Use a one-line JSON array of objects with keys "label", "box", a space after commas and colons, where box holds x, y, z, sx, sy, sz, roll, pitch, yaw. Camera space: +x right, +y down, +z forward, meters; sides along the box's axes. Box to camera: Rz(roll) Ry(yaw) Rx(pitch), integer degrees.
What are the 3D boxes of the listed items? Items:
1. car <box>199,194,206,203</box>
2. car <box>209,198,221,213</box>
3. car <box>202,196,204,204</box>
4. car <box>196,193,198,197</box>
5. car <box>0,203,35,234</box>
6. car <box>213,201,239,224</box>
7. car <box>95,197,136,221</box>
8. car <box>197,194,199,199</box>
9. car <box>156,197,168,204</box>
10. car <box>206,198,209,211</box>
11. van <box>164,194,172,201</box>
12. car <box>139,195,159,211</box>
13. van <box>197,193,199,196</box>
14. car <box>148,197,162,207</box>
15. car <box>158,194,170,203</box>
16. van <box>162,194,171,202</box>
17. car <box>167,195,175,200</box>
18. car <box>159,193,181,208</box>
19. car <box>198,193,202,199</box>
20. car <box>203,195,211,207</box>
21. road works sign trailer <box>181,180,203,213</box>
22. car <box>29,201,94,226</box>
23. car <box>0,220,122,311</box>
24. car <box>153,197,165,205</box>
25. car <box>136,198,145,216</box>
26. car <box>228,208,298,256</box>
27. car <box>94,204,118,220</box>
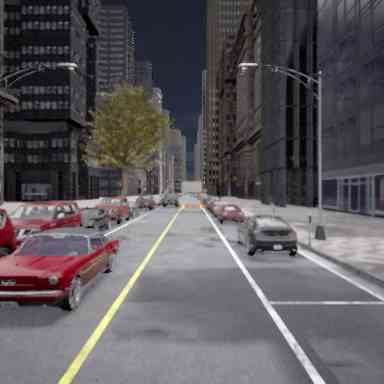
[{"label": "car", "box": [2.756, 1.531, 58.311, 2.008, 1.369, 4.403, 0, 0, 0]}, {"label": "car", "box": [2.759, 1.510, 30.093, 1.752, 1.417, 4.829, 0, 0, 0]}, {"label": "car", "box": [2.758, 1.547, 46.956, 1.947, 1.339, 4.313, 0, 0, 0]}, {"label": "car", "box": [2.754, 1.528, 86.699, 1.887, 1.381, 4.507, 0, 0, 0]}, {"label": "car", "box": [-5.764, 1.311, 7.205, 2.192, 1.841, 5.009, 0, 0, 0]}, {"label": "car", "box": [2.760, 1.569, 24.245, 1.802, 1.307, 4.206, 0, 0, 0]}, {"label": "car", "box": [-5.765, 1.302, 24.237, 2.192, 1.841, 5.009, 0, 0, 0]}, {"label": "car", "box": [2.755, 1.532, 75.344, 2.008, 1.369, 4.403, 0, 0, 0]}, {"label": "car", "box": [-5.769, 1.563, 63.979, 1.802, 1.307, 4.206, 0, 0, 0]}, {"label": "car", "box": [2.759, 1.565, 35.600, 1.802, 1.307, 4.206, 0, 0, 0]}, {"label": "van", "box": [-5.771, 1.324, 81.012, 1.690, 1.788, 3.998, 0, 0, 0]}, {"label": "car", "box": [-5.767, 1.297, 41.269, 2.192, 1.841, 5.009, 0, 0, 0]}, {"label": "van", "box": [2.754, 1.323, 81.022, 1.690, 1.788, 3.998, 0, 0, 0]}, {"label": "car", "box": [-5.768, 1.506, 52.454, 1.752, 1.417, 4.829, 0, 0, 0]}, {"label": "car", "box": [-5.770, 1.296, 69.656, 2.192, 1.841, 5.009, 0, 0, 0]}, {"label": "van", "box": [-5.770, 1.323, 75.334, 1.690, 1.788, 3.998, 0, 0, 0]}, {"label": "car", "box": [-5.772, 1.568, 92.366, 1.802, 1.307, 4.206, 0, 0, 0]}, {"label": "car", "box": [-3.088, 1.202, 48.282, 2.150, 2.045, 5.566, 0, 0, 0]}, {"label": "car", "box": [2.756, 1.421, 63.988, 1.967, 1.590, 4.097, 0, 0, 0]}, {"label": "car", "box": [2.758, 1.422, 41.278, 1.967, 1.590, 4.097, 0, 0, 0]}, {"label": "road works sign trailer", "box": [-0.003, 0.447, 37.333, 2.380, 3.560, 2.880, 0, 0, 0]}, {"label": "car", "box": [-5.764, 1.308, 12.883, 2.192, 1.841, 5.009, 0, 0, 0]}, {"label": "car", "box": [-3.101, 1.596, 7.844, 1.895, 1.301, 4.718, 0, 0, 0]}, {"label": "car", "box": [-5.769, 1.563, 58.302, 1.802, 1.307, 4.206, 0, 0, 0]}, {"label": "car", "box": [-5.766, 1.535, 29.915, 2.008, 1.369, 4.403, 0, 0, 0]}, {"label": "car", "box": [2.761, 1.543, 12.890, 2.008, 1.369, 4.403, 0, 0, 0]}, {"label": "car", "box": [-5.765, 1.556, 18.560, 1.947, 1.339, 4.313, 0, 0, 0]}]
